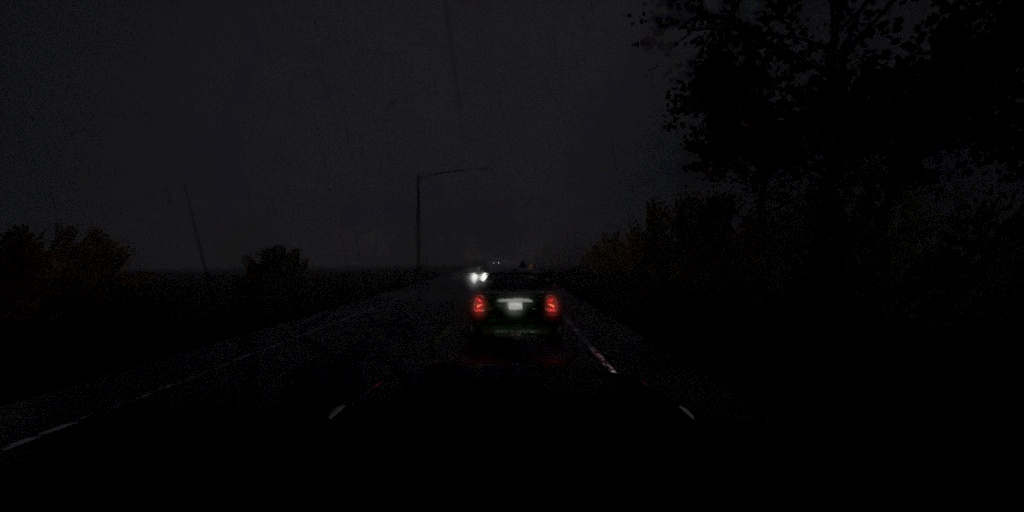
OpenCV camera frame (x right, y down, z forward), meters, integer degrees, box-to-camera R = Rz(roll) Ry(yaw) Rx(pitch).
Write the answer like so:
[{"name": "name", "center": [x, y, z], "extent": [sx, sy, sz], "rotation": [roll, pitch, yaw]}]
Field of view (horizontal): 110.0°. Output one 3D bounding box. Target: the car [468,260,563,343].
[{"name": "car", "center": [0.072, 1.099, 9.808], "extent": [2.097, 1.767, 4.553], "rotation": [0, 0, 0]}]

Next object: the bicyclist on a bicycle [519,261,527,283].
[{"name": "bicyclist on a bicycle", "center": [0.838, 1.192, 27.269], "extent": [0.582, 1.620, 1.656], "rotation": [0, 0, 0]}]

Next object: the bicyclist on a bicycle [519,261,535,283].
[{"name": "bicyclist on a bicycle", "center": [0.902, 1.180, 17.152], "extent": [0.866, 1.612, 1.509], "rotation": [0, 0, 0]}]
